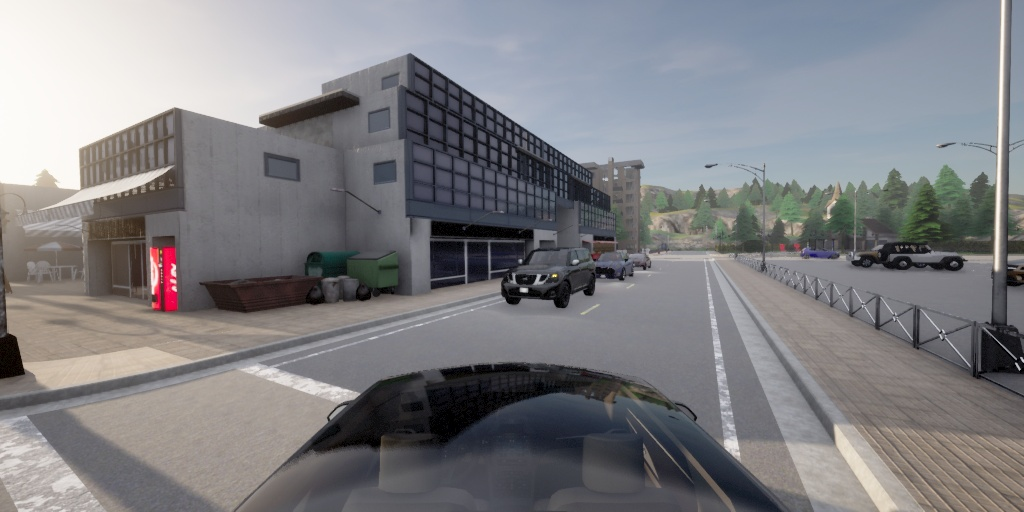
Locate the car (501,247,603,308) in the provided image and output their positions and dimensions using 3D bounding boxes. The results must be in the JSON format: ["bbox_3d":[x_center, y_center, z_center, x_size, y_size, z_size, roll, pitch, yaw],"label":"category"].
[{"bbox_3d":[1.678,0.674,13.995,2.150,2.045,5.566,0,2,28],"label":"car"}]

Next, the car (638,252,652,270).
[{"bbox_3d":[11.117,0.418,31.705,1.812,1.442,4.674,0,2,28],"label":"car"}]

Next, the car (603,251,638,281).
[{"bbox_3d":[6.302,0.530,22.677,2.097,1.767,4.553,0,2,28],"label":"car"}]
